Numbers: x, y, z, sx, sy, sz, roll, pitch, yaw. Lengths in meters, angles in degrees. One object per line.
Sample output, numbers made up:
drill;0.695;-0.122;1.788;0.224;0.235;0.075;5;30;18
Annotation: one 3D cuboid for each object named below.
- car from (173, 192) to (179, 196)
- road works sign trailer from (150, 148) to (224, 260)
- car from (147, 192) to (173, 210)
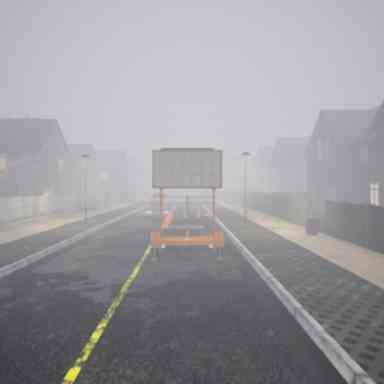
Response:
car;-3.784;0.600;73.981;2.033;1.411;5.357;0;0;-1
road works sign trailer;-0.155;0.276;11.518;2.380;3.560;2.880;0;1;0
car;-3.318;0.852;33.671;2.097;1.767;4.553;0;1;-1
